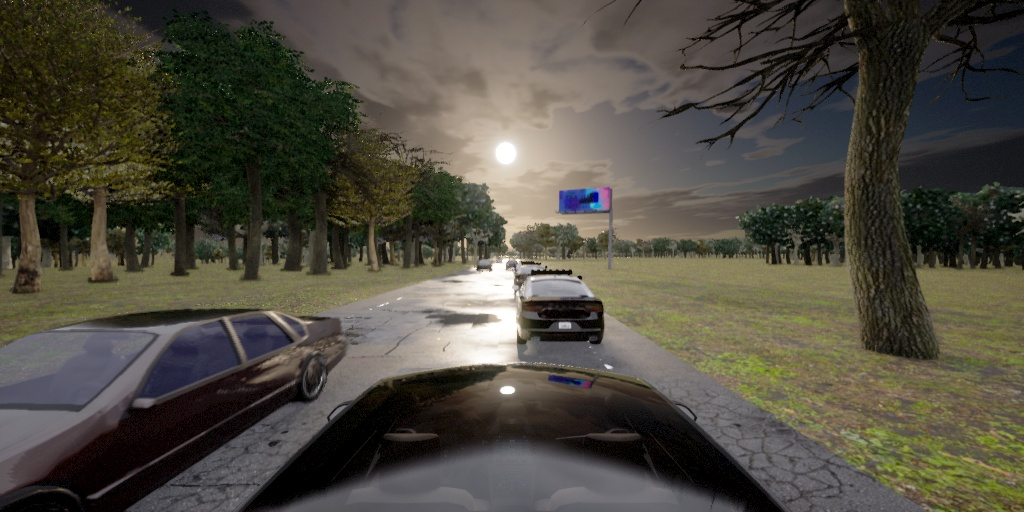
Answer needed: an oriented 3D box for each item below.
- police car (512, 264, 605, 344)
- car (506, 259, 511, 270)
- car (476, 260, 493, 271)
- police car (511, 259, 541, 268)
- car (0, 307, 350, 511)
[{"bbox_3d":[1.048,1.169,9.681,1.930,1.638,5.238,0,0,0],"label":"police car"},{"bbox_3d":[0.046,1.326,52.531,1.895,1.301,4.718,0,0,0],"label":"car"},{"bbox_3d":[-3.610,1.203,47.350,1.882,1.535,5.008,0,0,0],"label":"car"},{"bbox_3d":[1.045,1.162,19.682,1.930,1.638,5.238,0,0,0],"label":"police car"},{"bbox_3d":[-3.600,1.296,3.603,2.033,1.411,5.357,0,0,0],"label":"car"}]
